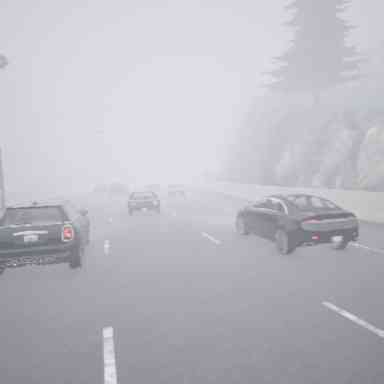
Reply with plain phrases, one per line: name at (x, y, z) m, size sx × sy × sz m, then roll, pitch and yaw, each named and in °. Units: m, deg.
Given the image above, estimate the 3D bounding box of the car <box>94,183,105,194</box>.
car at (-13.269, -0.557, 49.727) m, size 2.128 × 1.511 × 4.902 m, roll -3°, pitch 3°, yaw -1°

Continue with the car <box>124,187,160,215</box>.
car at (-3.150, 0.601, 21.299) m, size 1.895 × 1.301 × 4.718 m, roll -3°, pitch 3°, yaw -10°

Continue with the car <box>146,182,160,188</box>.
car at (-6.329, -1.006, 54.091) m, size 1.994 × 1.385 × 4.181 m, roll -3°, pitch 3°, yaw 0°

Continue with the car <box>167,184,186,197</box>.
car at (-1.807, -0.252, 36.612) m, size 1.895 × 1.301 × 4.718 m, roll -3°, pitch 3°, yaw -6°

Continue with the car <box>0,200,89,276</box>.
car at (-4.205, 1.000, 9.688) m, size 2.097 × 1.767 × 4.553 m, roll -3°, pitch 3°, yaw -14°

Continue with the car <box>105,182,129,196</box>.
car at (-9.356, -0.502, 42.772) m, size 2.097 × 1.767 × 4.553 m, roll -3°, pitch 3°, yaw -4°

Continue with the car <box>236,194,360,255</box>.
car at (2.898, 0.807, 10.295) m, size 2.128 × 1.511 × 4.902 m, roll -3°, pitch 3°, yaw -13°
